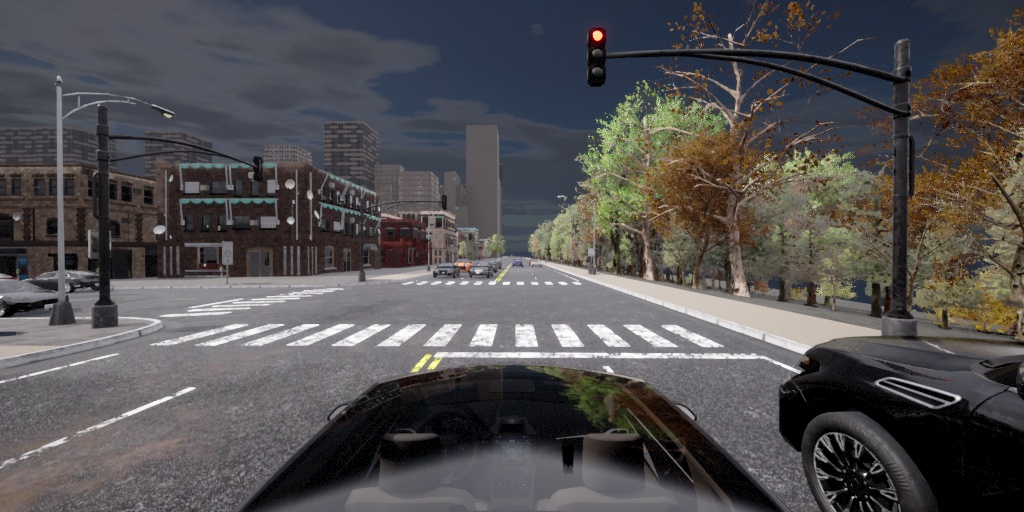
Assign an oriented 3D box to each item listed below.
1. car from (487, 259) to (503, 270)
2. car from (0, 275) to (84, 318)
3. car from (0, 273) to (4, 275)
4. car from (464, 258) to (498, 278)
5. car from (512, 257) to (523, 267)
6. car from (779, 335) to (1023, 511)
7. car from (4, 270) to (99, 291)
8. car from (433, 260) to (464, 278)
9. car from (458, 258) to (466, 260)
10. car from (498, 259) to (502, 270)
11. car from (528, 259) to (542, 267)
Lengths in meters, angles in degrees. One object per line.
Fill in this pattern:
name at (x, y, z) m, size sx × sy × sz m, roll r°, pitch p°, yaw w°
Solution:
car at (-2.503, 1.223, 53.502) m, size 2.128 × 1.511 × 4.902 m, roll 0°, pitch 0°, yaw 1°
car at (-19.766, 1.565, 13.704) m, size 4.313 × 1.339 × 1.948 m, roll 0°, pitch 0°, yaw 1°
car at (-33.493, 1.654, 22.449) m, size 4.207 × 1.307 × 1.802 m, roll 0°, pitch 0°, yaw 1°
car at (-2.820, 1.232, 33.769) m, size 2.128 × 1.511 × 4.902 m, roll 0°, pitch 0°, yaw 3°
car at (1.002, 1.252, 63.791) m, size 1.812 × 1.442 × 4.674 m, roll 0°, pitch 0°, yaw 1°
car at (3.322, 0.972, 0.665) m, size 2.150 × 2.045 × 5.566 m, roll 0°, pitch 0°, yaw 1°
car at (-27.958, 1.560, 22.352) m, size 4.403 × 1.370 × 2.007 m, roll 0°, pitch 0°, yaw 1°
car at (-6.080, 1.304, 33.755) m, size 1.994 × 1.385 × 4.181 m, roll 0°, pitch 0°, yaw 1°
car at (-5.914, 1.088, 43.751) m, size 2.097 × 1.767 × 4.553 m, roll 0°, pitch 0°, yaw 1°
car at (-2.673, 1.227, 43.260) m, size 2.128 × 1.511 × 4.902 m, roll 0°, pitch 0°, yaw 1°
car at (4.362, 1.327, 64.121) m, size 1.895 × 1.301 × 4.718 m, roll 0°, pitch 0°, yaw 1°
